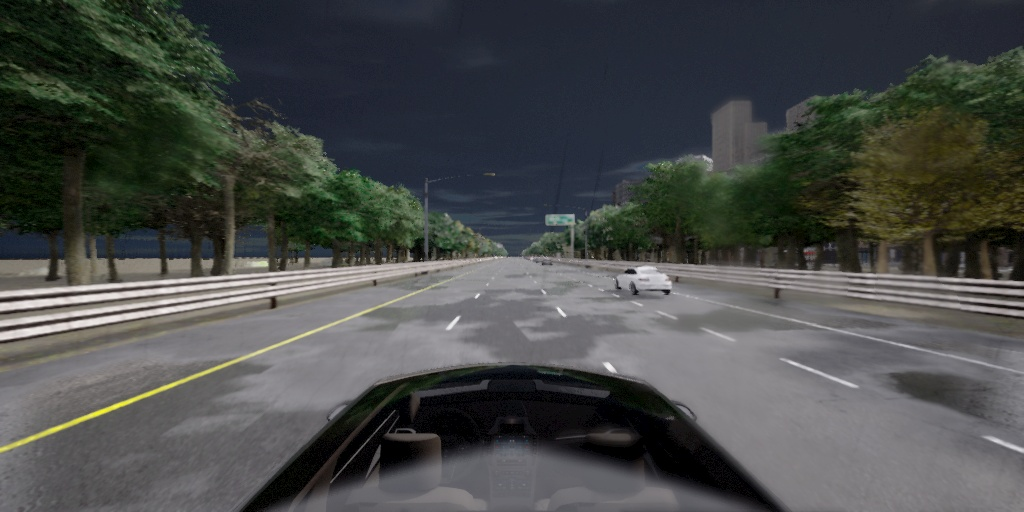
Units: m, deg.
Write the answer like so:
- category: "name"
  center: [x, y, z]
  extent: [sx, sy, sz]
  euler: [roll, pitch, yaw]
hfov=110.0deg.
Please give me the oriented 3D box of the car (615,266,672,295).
- category: "car"
  center: [7.014, 1.283, 19.487]
  extent: [1.812, 1.442, 4.674]
  euler: [0, 0, 0]
